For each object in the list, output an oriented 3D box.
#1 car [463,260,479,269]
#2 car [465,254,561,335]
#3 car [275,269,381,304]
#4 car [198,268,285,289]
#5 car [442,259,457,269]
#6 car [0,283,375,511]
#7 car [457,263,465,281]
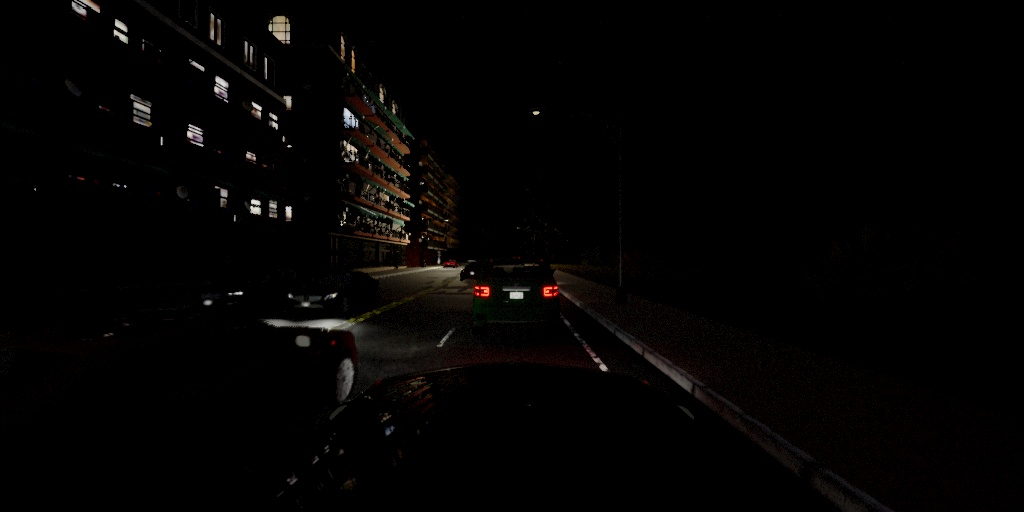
[{"bbox_3d":[-6.449,1.314,57.023,1.994,1.385,4.181,0,0,0],"label":"car"},{"bbox_3d":[0.116,0.973,10.687,2.150,2.045,5.566,0,0,0],"label":"car"},{"bbox_3d":[-6.570,1.277,13.769,1.812,1.442,4.674,0,0,0],"label":"car"},{"bbox_3d":[-9.820,1.243,14.036,2.128,1.511,4.902,0,0,0],"label":"car"},{"bbox_3d":[-9.698,1.276,56.877,1.812,1.442,4.674,0,0,0],"label":"car"},{"bbox_3d":[-3.149,1.228,3.154,1.882,1.535,5.008,0,0,0],"label":"car"},{"bbox_3d":[-3.081,1.316,29.798,1.994,1.385,4.181,0,0,0],"label":"car"}]
